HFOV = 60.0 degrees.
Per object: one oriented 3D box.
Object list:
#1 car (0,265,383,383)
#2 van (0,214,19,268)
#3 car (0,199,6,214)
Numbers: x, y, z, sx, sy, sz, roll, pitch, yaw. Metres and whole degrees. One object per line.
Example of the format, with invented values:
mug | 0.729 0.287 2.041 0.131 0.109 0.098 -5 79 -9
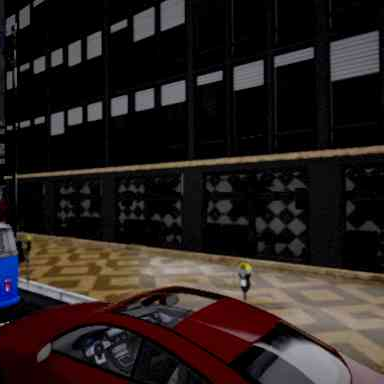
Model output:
car | -0.355 1.595 3.092 4.206 1.307 1.802 0 -1 35
van | -4.988 1.392 6.396 3.998 1.788 1.690 0 -1 35
car | -14.884 1.542 28.506 2.192 1.841 5.009 -1 -1 35
